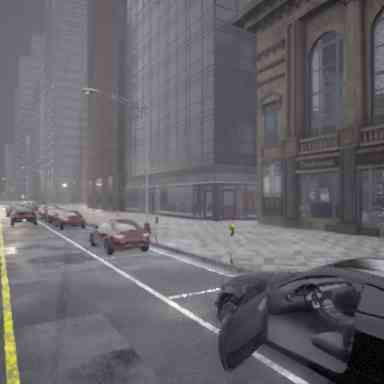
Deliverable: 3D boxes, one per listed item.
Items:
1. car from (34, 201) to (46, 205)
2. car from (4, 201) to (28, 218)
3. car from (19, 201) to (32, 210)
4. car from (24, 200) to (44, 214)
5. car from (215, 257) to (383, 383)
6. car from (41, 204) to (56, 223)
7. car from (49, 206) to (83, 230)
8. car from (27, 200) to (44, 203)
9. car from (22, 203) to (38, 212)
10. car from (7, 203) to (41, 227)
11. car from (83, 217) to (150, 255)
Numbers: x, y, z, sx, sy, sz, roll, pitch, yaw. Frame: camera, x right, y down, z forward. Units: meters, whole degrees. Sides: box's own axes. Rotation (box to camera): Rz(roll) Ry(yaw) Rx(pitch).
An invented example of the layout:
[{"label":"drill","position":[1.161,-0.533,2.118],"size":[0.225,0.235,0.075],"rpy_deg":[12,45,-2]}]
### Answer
[{"label":"car","position":[-14.541,1.961,33.709],"size":[1.967,1.590,4.097],"rpy_deg":[0,-1,-30]},{"label":"car","position":[-19.601,2.086,36.973],"size":[1.837,1.490,4.892],"rpy_deg":[0,-1,-30]},{"label":"car","position":[-31.581,2.441,62.914],"size":[1.967,1.590,4.097],"rpy_deg":[0,-1,-30]},{"label":"car","position":[-23.061,2.073,48.313],"size":[2.192,1.841,5.009],"rpy_deg":[0,-1,-30]},{"label":"car","position":[2.163,1.588,4.270],"size":[1.812,1.442,4.674],"rpy_deg":[0,-1,-30]},{"label":"car","position":[-11.700,2.025,28.840],"size":[1.802,1.307,4.206],"rpy_deg":[0,-1,-30]},{"label":"car","position":[-8.860,1.949,23.971],"size":[1.802,1.307,4.206],"rpy_deg":[0,-1,-30]},{"label":"car","position":[-20.221,1.993,43.445],"size":[2.192,1.841,5.009],"rpy_deg":[0,-1,-30]},{"label":"car","position":[-25.900,2.404,53.177],"size":[1.947,1.339,4.313],"rpy_deg":[0,-1,-30]},{"label":"car","position":[-13.822,1.927,27.146],"size":[1.837,1.490,4.892],"rpy_deg":[0,-1,-30]},{"label":"car","position":[-3.179,1.798,14.236],"size":[1.802,1.307,4.206],"rpy_deg":[0,-1,-30]}]
